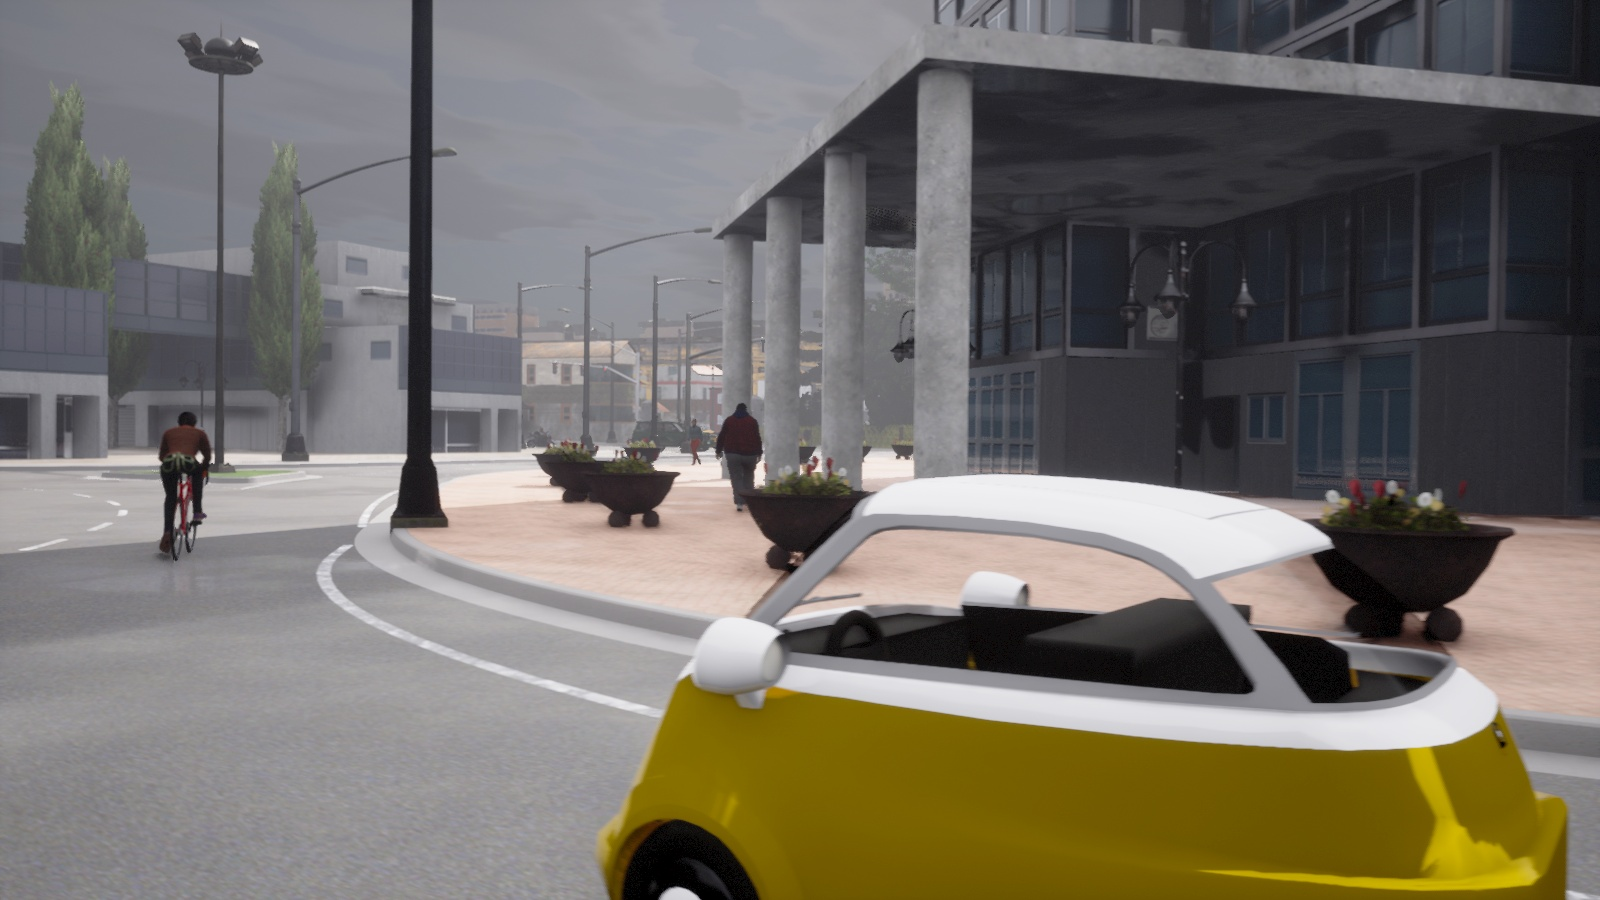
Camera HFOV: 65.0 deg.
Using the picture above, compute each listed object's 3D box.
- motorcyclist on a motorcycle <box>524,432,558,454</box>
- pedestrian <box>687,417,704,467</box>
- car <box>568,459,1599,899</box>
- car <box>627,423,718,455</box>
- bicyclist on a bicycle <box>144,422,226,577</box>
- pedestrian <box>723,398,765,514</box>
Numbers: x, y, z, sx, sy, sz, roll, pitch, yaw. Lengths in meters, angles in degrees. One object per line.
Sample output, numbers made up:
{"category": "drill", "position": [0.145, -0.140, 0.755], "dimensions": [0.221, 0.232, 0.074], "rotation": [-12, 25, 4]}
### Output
{"category": "motorcyclist on a motorcycle", "position": [-17.829, -0.492, 86.512], "dimensions": [2.191, 1.530, 0.866], "rotation": [0, 1, 26]}
{"category": "pedestrian", "position": [-3.916, -0.289, 46.907], "dimensions": [0.353, 1.847, 0.614], "rotation": [0, 1, 26]}
{"category": "car", "position": [0.732, 0.735, 3.212], "dimensions": [2.207, 1.376, 1.481], "rotation": [0, 1, 36]}
{"category": "car", "position": [-8.329, -0.742, 81.880], "dimensions": [5.566, 2.045, 2.150], "rotation": [0, 1, 26]}
{"category": "bicyclist on a bicycle", "position": [-6.834, 0.515, 14.018], "dimensions": [0.582, 1.620, 1.656], "rotation": [0, 1, -18]}
{"category": "pedestrian", "position": [-0.909, 0.089, 20.475], "dimensions": [0.634, 1.844, 0.899], "rotation": [0, 1, 0]}
